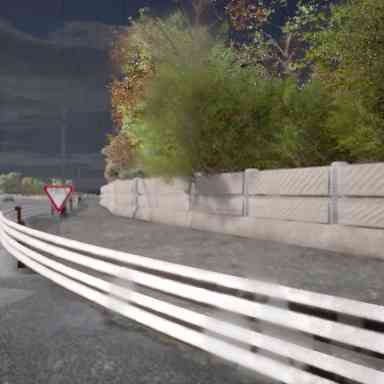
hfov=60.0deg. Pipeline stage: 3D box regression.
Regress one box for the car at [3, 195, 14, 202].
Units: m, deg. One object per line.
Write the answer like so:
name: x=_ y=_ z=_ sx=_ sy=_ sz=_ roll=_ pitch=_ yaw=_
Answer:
car: x=-40.585 y=1.413 z=73.576 sx=2.033 sy=1.411 sz=5.357 roll=0 pitch=0 yaw=-33
